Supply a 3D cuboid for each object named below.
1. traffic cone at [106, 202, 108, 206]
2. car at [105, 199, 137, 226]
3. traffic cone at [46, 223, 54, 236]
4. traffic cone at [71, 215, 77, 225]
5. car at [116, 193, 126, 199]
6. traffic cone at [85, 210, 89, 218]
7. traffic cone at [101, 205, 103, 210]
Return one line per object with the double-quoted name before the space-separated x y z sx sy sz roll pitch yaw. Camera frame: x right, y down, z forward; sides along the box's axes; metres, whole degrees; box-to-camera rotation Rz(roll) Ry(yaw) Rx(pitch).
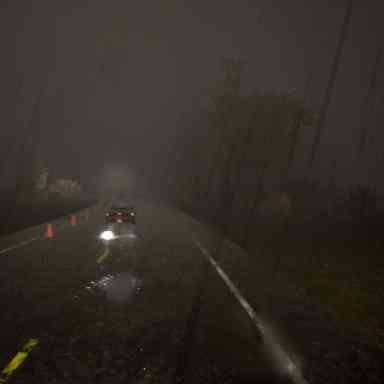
"traffic cone" -10.424 1.600 39.846 0.340 0.580 0.340 1 0 -11
"car" -4.587 1.393 21.904 1.895 1.301 4.718 1 0 -8
"traffic cone" -6.587 1.738 15.360 0.340 0.580 0.340 1 0 -7
"traffic cone" -7.222 1.705 20.277 0.340 0.580 0.340 1 0 -8
"car" -15.995 1.066 74.479 1.812 1.442 4.674 1 0 -19
"traffic cone" -7.923 1.675 25.185 0.340 0.580 0.340 1 0 -9
"traffic cone" -9.524 1.623 34.970 0.340 0.580 0.340 1 0 -10
